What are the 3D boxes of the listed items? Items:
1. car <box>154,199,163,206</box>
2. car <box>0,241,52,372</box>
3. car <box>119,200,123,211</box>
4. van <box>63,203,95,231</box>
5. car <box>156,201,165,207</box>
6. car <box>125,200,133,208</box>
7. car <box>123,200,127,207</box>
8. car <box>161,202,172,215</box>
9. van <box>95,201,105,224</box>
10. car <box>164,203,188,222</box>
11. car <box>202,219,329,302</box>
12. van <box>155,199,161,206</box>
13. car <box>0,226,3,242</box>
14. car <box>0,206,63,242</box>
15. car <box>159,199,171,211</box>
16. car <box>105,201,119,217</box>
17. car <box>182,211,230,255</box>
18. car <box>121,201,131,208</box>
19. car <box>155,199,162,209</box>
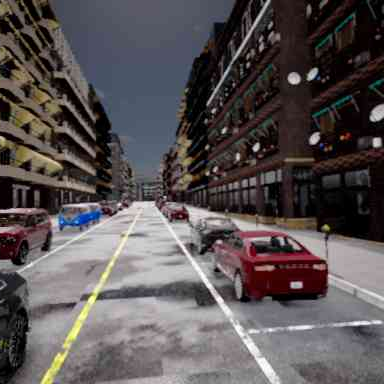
[{"bbox_3d":[-8.523,2.652,85.115,2.192,1.841,5.009,0,-1,-7],"label":"car"},{"bbox_3d":[-3.029,1.586,2.936,2.128,1.511,4.902,-1,-1,-8],"label":"car"},{"bbox_3d":[-11.242,2.113,45.764,2.192,1.841,5.009,0,-1,-7],"label":"car"},{"bbox_3d":[-8.348,1.789,23.834,1.690,1.788,3.998,1,-1,-7],"label":"van"},{"bbox_3d":[-7.077,2.716,74.144,1.802,1.307,4.206,0,-1,-7],"label":"car"},{"bbox_3d":[-14.861,2.584,73.175,2.192,1.841,5.009,0,-1,-7],"label":"car"},{"bbox_3d":[-12.691,2.546,56.726,1.947,1.339,4.313,0,-1,-7],"label":"car"},{"bbox_3d":[-1.977,2.029,35.768,1.887,1.381,4.507,0,-1,-7],"label":"car"},{"bbox_3d":[-9.072,1.875,29.318,1.690,1.788,3.998,0,-1,-7],"label":"van"},{"bbox_3d":[-1.254,1.943,30.286,1.887,1.381,4.507,0,-1,-7],"label":"car"},{"bbox_3d":[1.641,1.615,8.355,1.887,1.381,4.507,0,-1,-7],"label":"car"},{"bbox_3d":[-9.247,2.782,90.598,1.690,1.788,3.998,0,-1,-7],"label":"van"},{"bbox_3d":[-6.156,1.729,7.217,1.752,1.417,4.829,1,-1,-7],"label":"car"},{"bbox_3d":[-6.900,1.600,12.872,2.192,1.841,5.009,1,-1,-7],"label":"car"},{"bbox_3d":[-2.693,2.013,41.254,1.967,1.590,4.097,0,-1,-7],"label":"car"},{"bbox_3d":[-10.519,2.024,40.282,2.192,1.841,5.009,0,-1,-7],"label":"car"},{"bbox_3d":[0.917,1.700,13.839,2.008,1.369,4.403,0,-1,-7],"label":"car"},{"bbox_3d":[-15.585,2.914,78.654,1.887,1.381,4.507,0,-1,-7],"label":"car"},{"bbox_3d":[-4.181,2.068,52.216,2.192,1.841,5.009,0,-1,-7],"label":"car"}]
